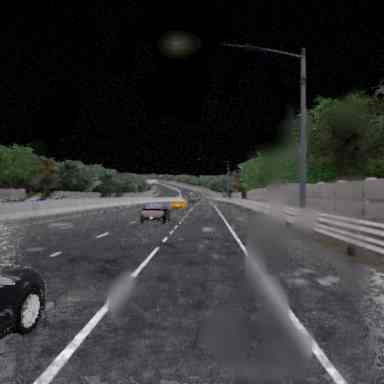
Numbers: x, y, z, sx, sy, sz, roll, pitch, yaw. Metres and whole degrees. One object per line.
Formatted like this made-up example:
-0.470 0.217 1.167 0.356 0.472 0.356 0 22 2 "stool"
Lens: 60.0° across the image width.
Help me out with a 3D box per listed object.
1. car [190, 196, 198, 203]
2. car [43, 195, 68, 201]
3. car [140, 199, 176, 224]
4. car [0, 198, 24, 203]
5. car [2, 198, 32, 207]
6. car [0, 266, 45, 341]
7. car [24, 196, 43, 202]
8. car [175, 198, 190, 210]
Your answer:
-0.015 2.271 88.847 1.837 1.490 4.892 0 -1 2 "car"
-22.411 1.260 55.695 1.837 1.490 4.892 0 -1 2 "car"
-2.666 1.564 25.147 2.128 1.511 4.902 0 0 2 "car"
-23.110 1.599 40.271 2.033 1.411 5.357 0 0 3 "car"
-29.406 1.677 55.997 2.033 1.411 5.357 0 -1 2 "car"
-3.549 1.507 3.905 1.837 1.490 4.892 0 0 2 "car"
-25.908 1.418 55.848 1.882 1.535 5.008 0 -1 2 "car"
-1.781 1.629 46.400 1.882 1.535 5.008 0 0 2 "car"
